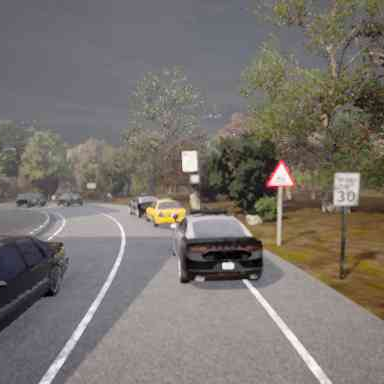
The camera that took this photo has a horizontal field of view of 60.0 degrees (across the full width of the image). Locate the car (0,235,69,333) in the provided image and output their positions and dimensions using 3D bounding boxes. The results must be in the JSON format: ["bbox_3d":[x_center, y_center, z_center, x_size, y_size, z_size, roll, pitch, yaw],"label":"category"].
[{"bbox_3d":[-3.650,1.496,5.582,2.033,1.411,5.357,0,1,-4],"label":"car"}]

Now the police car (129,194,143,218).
[{"bbox_3d":[-3.617,0.994,25.641,1.930,1.638,5.238,-2,2,-21],"label":"police car"}]

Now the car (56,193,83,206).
[{"bbox_3d":[-16.514,0.939,44.596,2.097,1.767,4.553,-5,3,-42],"label":"car"}]

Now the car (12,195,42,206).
[{"bbox_3d":[-26.739,1.349,53.845,5.008,1.535,1.882,-2,3,34],"label":"car"}]

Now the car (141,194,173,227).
[{"bbox_3d":[-1.623,1.116,19.780,1.801,1.575,5.366,-2,1,-16],"label":"car"}]

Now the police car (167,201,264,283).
[{"bbox_3d":[0.454,1.277,9.464,1.930,1.638,5.238,-1,1,-7],"label":"police car"}]

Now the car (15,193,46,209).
[{"bbox_3d":[-22.035,1.134,45.304,5.566,2.045,2.150,-2,2,43],"label":"car"}]
